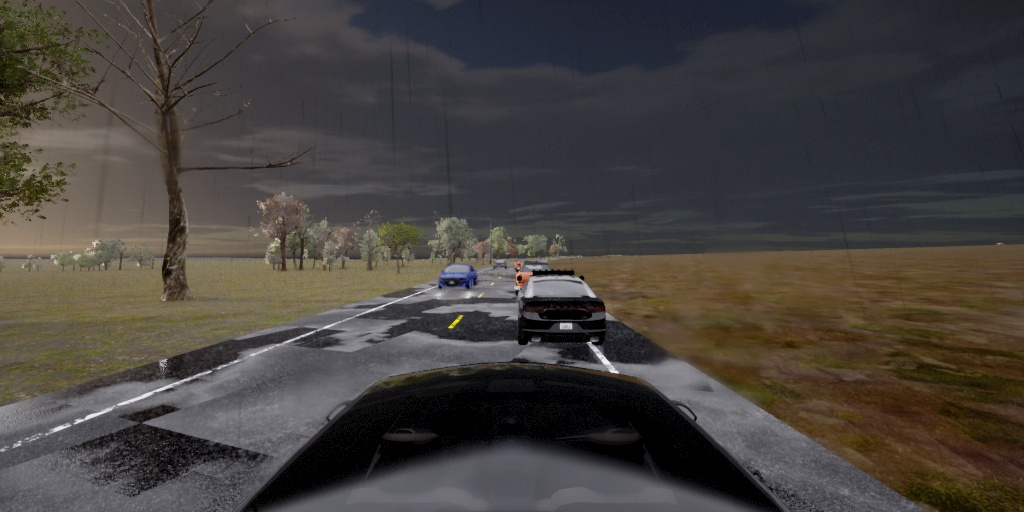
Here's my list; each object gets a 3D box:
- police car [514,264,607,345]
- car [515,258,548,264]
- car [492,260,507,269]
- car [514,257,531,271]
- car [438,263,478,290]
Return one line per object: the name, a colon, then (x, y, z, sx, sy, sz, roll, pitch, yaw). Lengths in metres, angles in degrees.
police car: (1.089, 1.175, 9.626, 1.930, 1.638, 5.238, 0, 0, 1)
car: (1.246, 1.101, 19.451, 2.097, 1.767, 4.553, 0, 0, 1)
car: (-1.790, 1.265, 54.297, 1.812, 1.442, 4.674, 0, 0, 4)
car: (1.535, 1.092, 50.766, 2.097, 1.767, 4.553, 0, 0, 4)
car: (-3.310, 1.228, 22.626, 1.882, 1.535, 5.008, 0, 0, 2)
